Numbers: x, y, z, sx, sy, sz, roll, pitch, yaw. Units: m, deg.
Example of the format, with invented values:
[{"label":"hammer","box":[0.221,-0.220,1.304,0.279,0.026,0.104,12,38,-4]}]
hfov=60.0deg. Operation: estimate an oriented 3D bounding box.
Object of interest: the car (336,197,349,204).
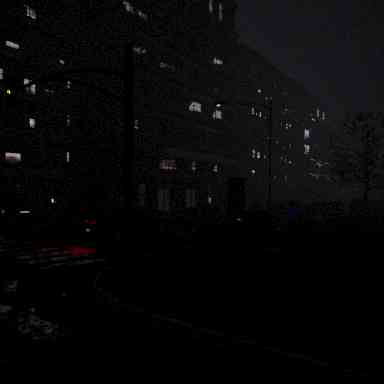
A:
[{"label":"car","box":[36.996,2.092,81.605,1.967,1.590,4.097,1,0,36]}]

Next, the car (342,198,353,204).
[{"label":"car","box":[40.178,2.219,85.921,1.752,1.417,4.829,1,0,36]}]

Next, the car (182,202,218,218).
[{"label":"car","box":[0.871,1.711,32.616,1.887,1.381,4.507,1,0,36]}]

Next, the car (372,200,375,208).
[{"label":"car","box":[30.597,2.201,58.810,1.802,1.307,4.206,1,0,36]}]

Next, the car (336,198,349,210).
[{"label":"car","box":[22.823,2.047,52.626,2.033,1.411,5.357,1,0,36]}]

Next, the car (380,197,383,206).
[{"label":"car","box":[37.166,2.251,67.717,1.887,1.381,4.507,1,0,36]}]

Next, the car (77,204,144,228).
[{"label":"car","box":[-5.697,1.626,23.710,2.008,1.369,4.403,1,0,36]}]

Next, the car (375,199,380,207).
[{"label":"car","box":[33.883,2.103,63.265,1.967,1.590,4.097,1,0,36]}]

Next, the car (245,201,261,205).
[{"label":"car","box":[7.439,1.839,41.524,1.802,1.307,4.206,1,0,36]}]

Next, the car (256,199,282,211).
[{"label":"car","box":[10.724,1.743,45.977,1.967,1.590,4.097,1,0,36]}]

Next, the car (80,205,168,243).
[{"label":"car","box":[-3.294,1.618,17.216,1.882,1.535,5.008,1,0,36]}]

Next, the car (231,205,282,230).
[{"label":"car","box":[4.326,1.826,23.183,1.947,1.339,4.313,1,0,36]}]

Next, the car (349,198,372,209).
[{"label":"car","box":[27.317,1.890,54.358,2.192,1.841,5.009,1,0,36]}]

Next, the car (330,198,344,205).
[{"label":"car","box":[33.710,2.175,77.151,1.947,1.339,4.313,1,0,36]}]

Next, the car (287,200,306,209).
[{"label":"car","box":[17.291,1.974,54.884,1.802,1.307,4.206,1,0,36]}]

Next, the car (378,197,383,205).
[{"label":"car","box":[47.021,2.149,81.079,2.192,1.841,5.009,1,0,36]}]

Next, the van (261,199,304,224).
[{"label":"van","box":[7.613,1.647,27.637,1.690,1.788,3.998,1,0,36]}]

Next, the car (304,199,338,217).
[{"label":"car","box":[14.180,1.837,36.544,1.967,1.590,4.097,1,0,36]}]
